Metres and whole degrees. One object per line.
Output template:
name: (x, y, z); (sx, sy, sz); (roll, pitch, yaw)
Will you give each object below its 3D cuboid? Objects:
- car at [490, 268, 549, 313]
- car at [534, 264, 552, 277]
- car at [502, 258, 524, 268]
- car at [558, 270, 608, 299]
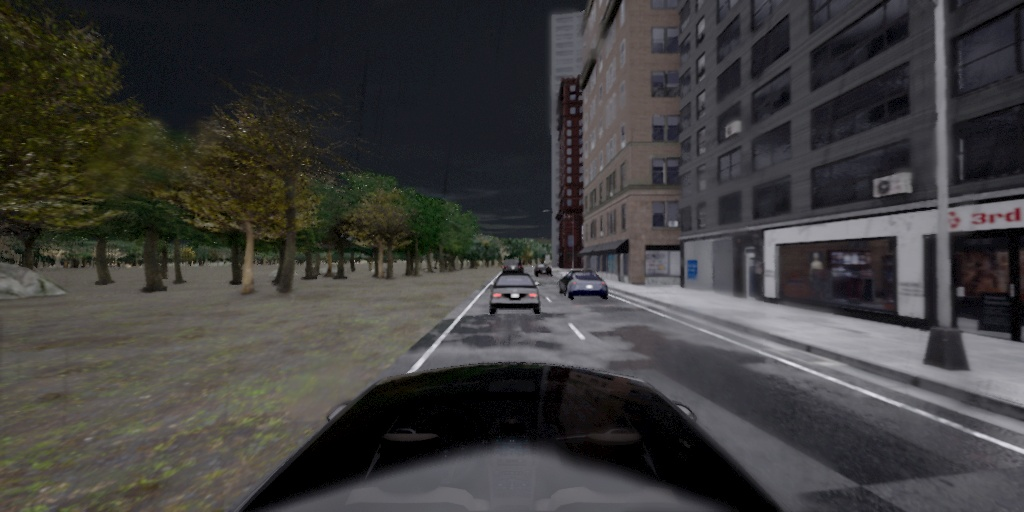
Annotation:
car: (0.101, 1.371, 14.300); (2.033, 1.411, 5.357); (0, 0, 0)
car: (3.620, 1.640, 42.683); (1.882, 1.535, 5.008); (0, -1, 0)
car: (0.108, 1.289, 37.169); (2.150, 2.045, 5.566); (0, -1, 0)
car: (3.604, 1.417, 18.712); (1.994, 1.385, 4.181); (0, 0, 0)
